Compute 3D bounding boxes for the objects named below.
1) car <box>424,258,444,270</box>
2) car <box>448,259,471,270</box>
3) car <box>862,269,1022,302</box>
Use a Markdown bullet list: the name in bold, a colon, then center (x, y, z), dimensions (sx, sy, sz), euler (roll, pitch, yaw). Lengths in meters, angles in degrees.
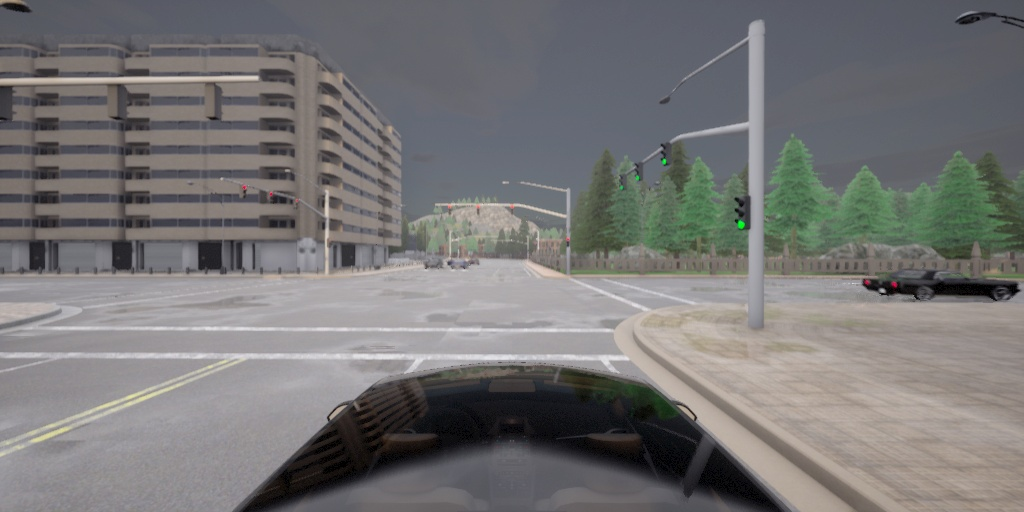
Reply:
- **car**: center (-10.599, 1.071, 48.957), dimensions (1.837, 1.490, 4.892), euler (0, 1, 0)
- **car**: center (-7.099, 1.094, 48.722), dimensions (1.812, 1.442, 4.674), euler (0, 0, 0)
- **car**: center (18.577, 1.241, 15.654), dimensions (4.718, 1.301, 1.895), euler (0, 0, 5)
